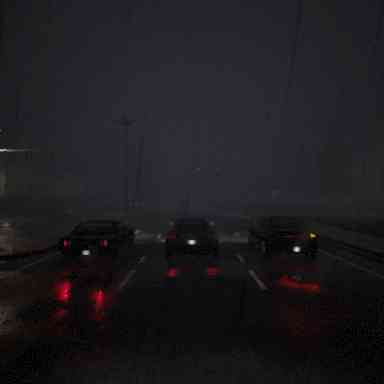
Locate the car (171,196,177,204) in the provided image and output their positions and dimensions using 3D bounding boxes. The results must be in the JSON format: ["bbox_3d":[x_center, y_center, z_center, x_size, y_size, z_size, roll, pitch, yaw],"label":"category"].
[{"bbox_3d":[-4.884,2.264,95.491,2.150,2.045,5.566,0,-1,0],"label":"car"}]

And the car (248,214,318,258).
[{"bbox_3d":[3.494,1.656,13.498,1.837,1.490,4.892,0,0,0],"label":"car"}]

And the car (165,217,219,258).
[{"bbox_3d":[-0.006,1.713,13.458,1.994,1.385,4.181,0,-1,0],"label":"car"}]

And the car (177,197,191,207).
[{"bbox_3d":[-1.351,2.058,64.486,2.097,1.767,4.553,0,-1,0],"label":"car"}]

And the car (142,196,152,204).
[{"bbox_3d":[-12.883,2.241,94.727,2.150,2.045,5.566,0,-1,0],"label":"car"}]

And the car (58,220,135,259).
[{"bbox_3d":[-3.506,1.747,13.235,1.895,1.301,4.718,0,-1,0],"label":"car"}]
